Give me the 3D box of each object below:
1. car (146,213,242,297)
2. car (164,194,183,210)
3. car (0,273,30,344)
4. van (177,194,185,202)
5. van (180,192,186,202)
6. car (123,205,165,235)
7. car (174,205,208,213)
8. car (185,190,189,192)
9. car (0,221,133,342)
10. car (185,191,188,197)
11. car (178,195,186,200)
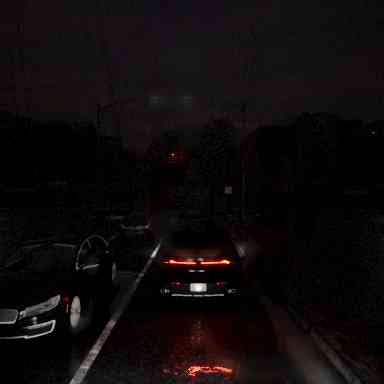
[{"bbox_3d":[0.111,1.503,8.521,1.837,1.490,4.892,0,0,0],"label":"car"},{"bbox_3d":[-2.623,1.489,44.240,1.967,1.590,4.097,-2,0,0],"label":"car"},{"bbox_3d":[-2.658,1.550,1.120,2.008,1.369,4.403,-2,0,0],"label":"car"},{"bbox_3d":[-2.587,1.313,77.476,1.690,1.788,3.998,-1,0,0],"label":"van"},{"bbox_3d":[-2.599,1.369,66.396,1.690,1.788,3.998,-1,0,0],"label":"van"},{"bbox_3d":[-2.642,1.584,17.463,1.802,1.307,4.206,-2,0,0],"label":"car"},{"bbox_3d":[0.147,1.604,18.652,1.895,1.301,4.718,0,0,1],"label":"car"},{"bbox_3d":[-2.566,1.145,94.110,2.192,1.841,5.009,-1,1,0],"label":"car"},{"bbox_3d":[-2.653,1.549,6.568,2.008,1.369,4.403,-2,0,0],"label":"car"},{"bbox_3d":[-2.595,1.318,71.940,2.192,1.841,5.009,-1,0,0],"label":"car"},{"bbox_3d":[-2.569,1.442,88.560,2.008,1.369,4.403,-1,0,0],"label":"car"}]
